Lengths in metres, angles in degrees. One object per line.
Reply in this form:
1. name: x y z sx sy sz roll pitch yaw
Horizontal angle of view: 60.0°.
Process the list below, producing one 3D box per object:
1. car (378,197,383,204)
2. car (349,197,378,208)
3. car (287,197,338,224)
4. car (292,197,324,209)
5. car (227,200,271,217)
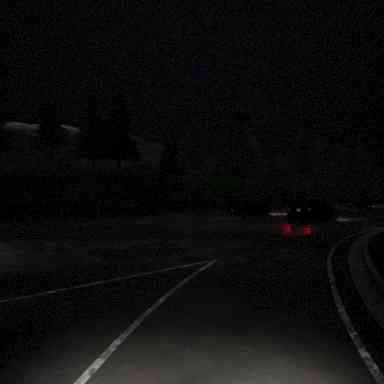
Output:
1. car: 33.796 1.600 61.038 4.718 1.301 1.895 0 0 -41
2. car: 24.448 1.490 48.102 4.902 1.511 2.128 0 0 -41
3. car: 9.246 1.352 25.319 4.553 1.767 2.097 0 0 -41
4. car: 15.838 1.477 45.163 5.008 1.535 1.882 0 0 -41
5. car: 5.419 1.477 31.280 5.008 1.535 1.882 0 0 -41
